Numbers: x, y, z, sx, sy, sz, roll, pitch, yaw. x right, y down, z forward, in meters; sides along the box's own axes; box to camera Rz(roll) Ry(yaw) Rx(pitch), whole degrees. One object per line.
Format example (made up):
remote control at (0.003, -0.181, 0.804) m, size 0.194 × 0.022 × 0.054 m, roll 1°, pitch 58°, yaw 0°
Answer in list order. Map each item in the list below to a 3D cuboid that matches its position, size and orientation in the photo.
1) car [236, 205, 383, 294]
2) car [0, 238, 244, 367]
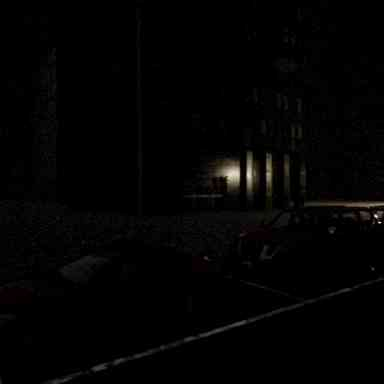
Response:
car at (3.308, 1.317, 9.018) m, size 5.009 × 1.841 × 2.192 m, roll 0°, pitch 0°, yaw -36°
car at (-1.310, 1.584, 5.716) m, size 4.206 × 1.307 × 1.802 m, roll 0°, pitch 0°, yaw -36°
